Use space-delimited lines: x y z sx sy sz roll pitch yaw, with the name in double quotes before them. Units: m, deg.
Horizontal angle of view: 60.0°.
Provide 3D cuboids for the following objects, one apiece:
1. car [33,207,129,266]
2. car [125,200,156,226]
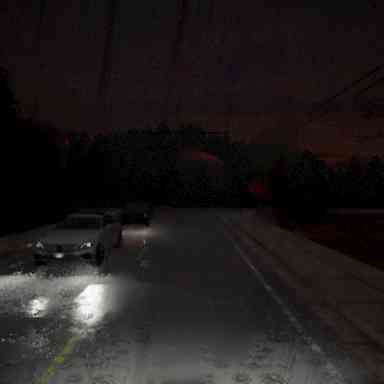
"car" -3.588 1.439 11.315 1.812 1.442 4.674 0 0 0
"car" -3.511 1.323 21.810 1.882 1.535 5.008 0 0 0
